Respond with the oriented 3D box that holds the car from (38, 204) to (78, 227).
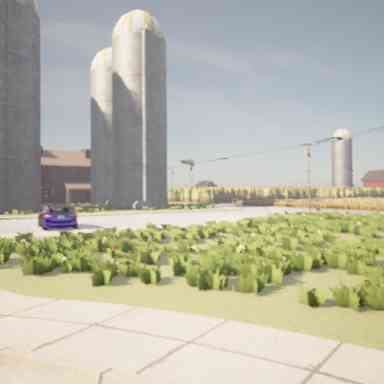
[{"bbox_3d":[-9.299,1.673,22.910,2.242,1.667,4.611,0,0,-29],"label":"car"}]
